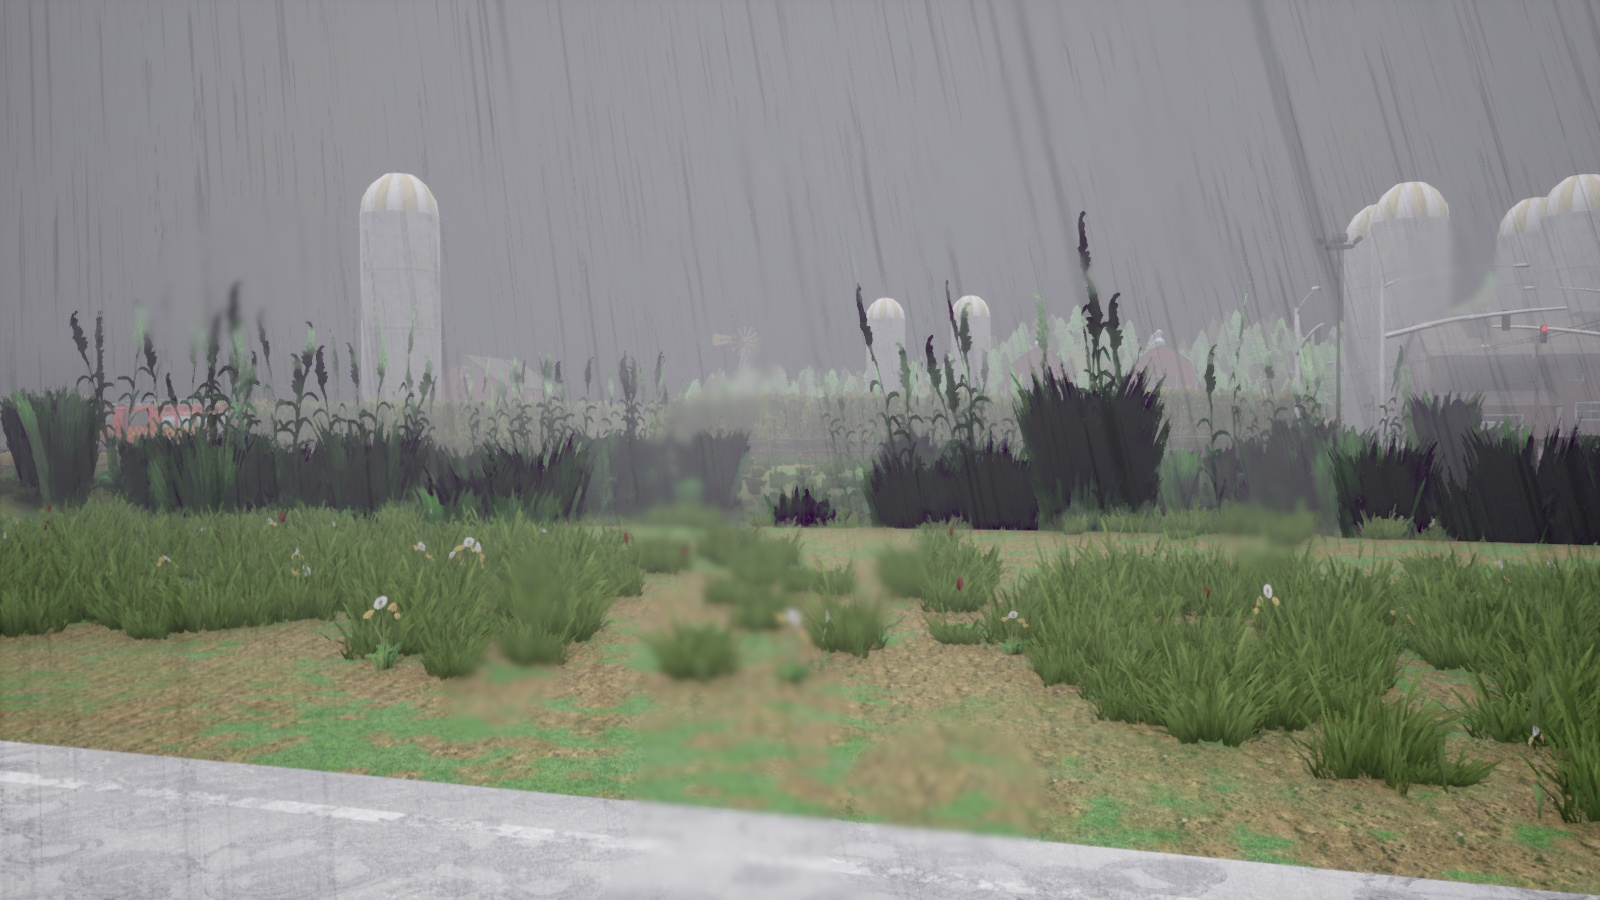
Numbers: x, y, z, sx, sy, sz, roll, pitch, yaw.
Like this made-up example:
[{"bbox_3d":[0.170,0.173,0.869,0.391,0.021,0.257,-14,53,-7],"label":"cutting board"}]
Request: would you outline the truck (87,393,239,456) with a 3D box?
[{"bbox_3d":[-39.540,-1.576,78.016,8.468,3.827,2.891,0,1,12],"label":"truck"}]
